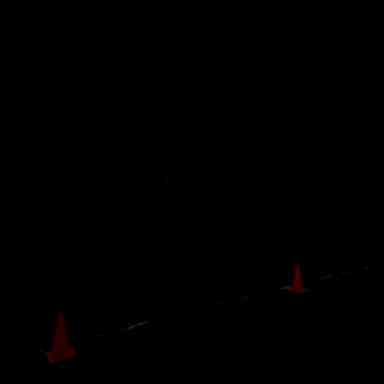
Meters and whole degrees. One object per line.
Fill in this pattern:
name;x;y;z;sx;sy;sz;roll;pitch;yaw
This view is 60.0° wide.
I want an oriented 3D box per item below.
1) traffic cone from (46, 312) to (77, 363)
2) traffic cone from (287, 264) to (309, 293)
traffic cone;-1.791;1.942;4.561;0.340;0.580;0.340;-1;0;-35
traffic cone;2.364;1.901;7.424;0.340;0.580;0.340;-1;0;-34
